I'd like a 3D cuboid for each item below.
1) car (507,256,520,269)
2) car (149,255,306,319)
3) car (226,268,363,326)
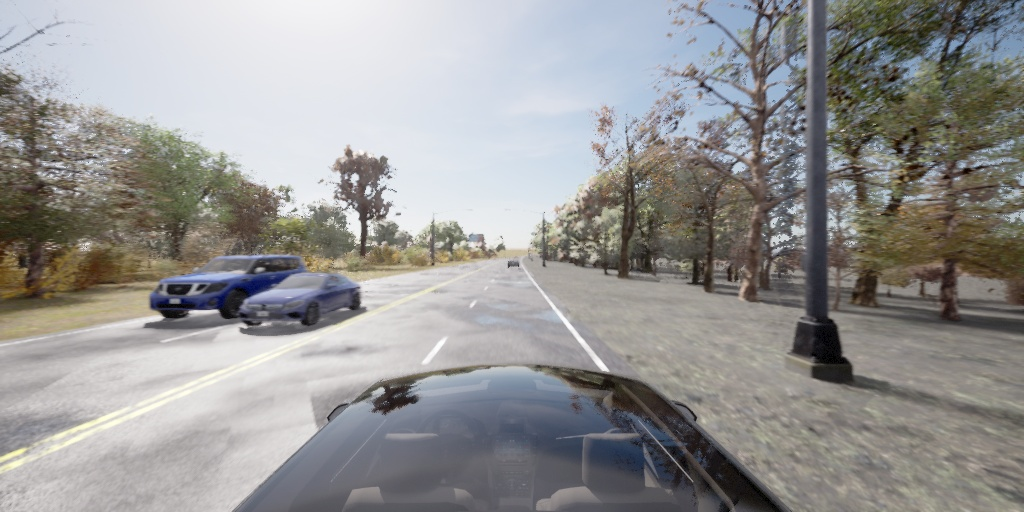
[{"bbox_3d":[0.258,1.131,55.942,2.163,1.488,4.792,0,0,1],"label":"car"},{"bbox_3d":[-9.746,0.960,13.144,2.150,2.045,5.566,0,0,0],"label":"car"},{"bbox_3d":[-6.511,1.270,11.724,1.812,1.442,4.674,0,0,0],"label":"car"}]
